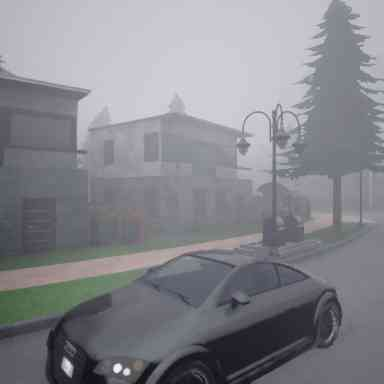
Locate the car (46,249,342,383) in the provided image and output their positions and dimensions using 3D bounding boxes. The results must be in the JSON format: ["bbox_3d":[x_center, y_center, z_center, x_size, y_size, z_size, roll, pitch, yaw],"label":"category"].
[{"bbox_3d":[0.288,1.564,4.598,4.181,1.385,1.994,0,0,-40],"label":"car"}]
